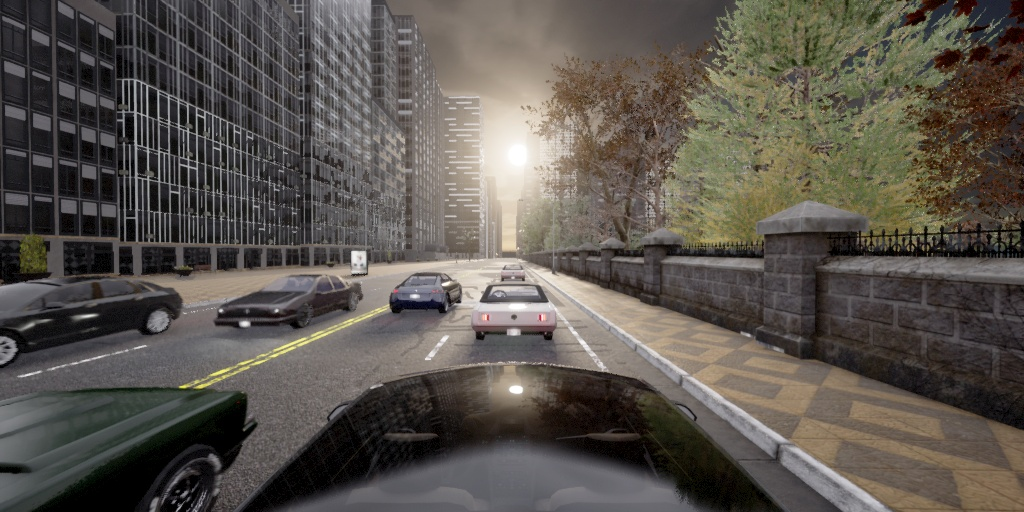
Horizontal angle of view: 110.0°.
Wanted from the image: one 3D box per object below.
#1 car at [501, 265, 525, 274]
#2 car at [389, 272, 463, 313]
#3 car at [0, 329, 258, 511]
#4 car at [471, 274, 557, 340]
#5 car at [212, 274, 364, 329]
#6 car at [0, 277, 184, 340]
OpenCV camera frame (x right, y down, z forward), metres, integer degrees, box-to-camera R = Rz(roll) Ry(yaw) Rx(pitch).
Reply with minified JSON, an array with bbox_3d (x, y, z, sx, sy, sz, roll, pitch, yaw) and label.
[{"bbox_3d":[0.089,1.350,29.295,1.895,1.301,4.718,0,0,0],"label":"car"},{"bbox_3d":[-3.164,1.311,13.918,1.994,1.385,4.181,0,0,2],"label":"car"},{"bbox_3d":[-3.150,1.351,0.961,1.895,1.301,4.718,0,0,0],"label":"car"},{"bbox_3d":[0.061,1.349,9.921,1.895,1.301,4.718,0,0,0],"label":"car"},{"bbox_3d":[-6.598,1.295,11.516,2.033,1.411,5.357,0,0,0],"label":"car"},{"bbox_3d":[-9.848,1.251,7.679,1.837,1.490,4.892,0,1,0],"label":"car"}]
